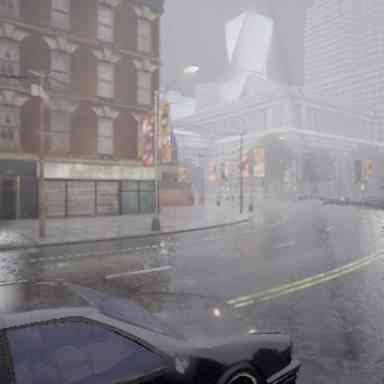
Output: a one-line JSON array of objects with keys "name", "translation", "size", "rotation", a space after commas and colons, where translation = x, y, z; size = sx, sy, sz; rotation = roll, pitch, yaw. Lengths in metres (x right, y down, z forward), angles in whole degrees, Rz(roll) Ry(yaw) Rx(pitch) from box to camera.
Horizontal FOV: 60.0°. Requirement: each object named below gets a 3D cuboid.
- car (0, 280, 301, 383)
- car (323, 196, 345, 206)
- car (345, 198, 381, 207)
[{"name": "car", "translation": [-1.451, 1.546, 2.715], "size": [5.357, 1.411, 2.033], "rotation": [0, 0, -36]}, {"name": "car", "translation": [22.441, 1.346, 51.663], "size": [2.002, 1.452, 4.674], "rotation": [0, 0, -16]}, {"name": "car", "translation": [23.768, 1.429, 46.088], "size": [1.895, 1.301, 4.718], "rotation": [0, 0, -6]}]
